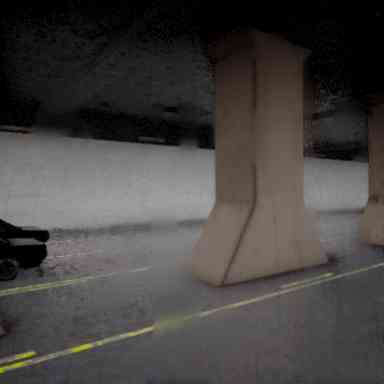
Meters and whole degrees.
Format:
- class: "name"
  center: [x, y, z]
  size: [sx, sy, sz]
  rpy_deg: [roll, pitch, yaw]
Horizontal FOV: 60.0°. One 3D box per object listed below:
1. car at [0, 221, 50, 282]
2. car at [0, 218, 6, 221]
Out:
- class: "car"
  center: [-6.221, 1.600, 8.151]
  size: [4.718, 1.301, 1.895]
  rpy_deg: [-1, 0, -35]
- class: "car"
  center: [-7.591, 1.592, 11.470]
  size: [4.718, 1.301, 1.895]
  rpy_deg: [-1, 0, -35]
